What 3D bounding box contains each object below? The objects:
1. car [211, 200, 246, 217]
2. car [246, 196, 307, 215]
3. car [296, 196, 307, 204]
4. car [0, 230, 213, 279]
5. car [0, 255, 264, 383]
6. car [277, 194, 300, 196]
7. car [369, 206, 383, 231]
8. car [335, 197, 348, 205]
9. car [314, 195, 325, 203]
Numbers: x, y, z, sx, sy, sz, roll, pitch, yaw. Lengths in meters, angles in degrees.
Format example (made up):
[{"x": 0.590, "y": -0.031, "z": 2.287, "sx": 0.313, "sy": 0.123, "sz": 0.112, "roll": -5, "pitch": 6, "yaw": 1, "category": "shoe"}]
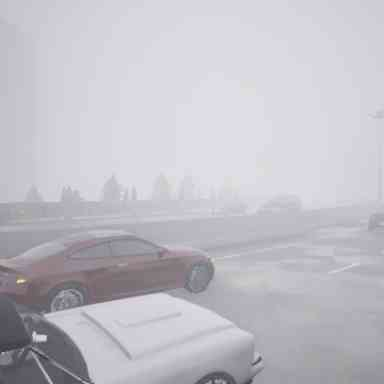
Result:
[{"x": 3.721, "y": 1.554, "z": 31.849, "sx": 2.128, "sy": 1.511, "sz": 4.902, "roll": 0, "pitch": 0, "yaw": 39, "category": "car"}, {"x": 6.217, "y": 1.389, "z": 24.102, "sx": 2.097, "sy": 1.767, "sz": 4.553, "roll": 0, "pitch": 0, "yaw": 41, "category": "car"}, {"x": 22.470, "y": 1.638, "z": 68.354, "sx": 1.994, "sy": 1.385, "sz": 4.181, "roll": 0, "pitch": 0, "yaw": 19, "category": "car"}, {"x": -1.625, "y": 1.548, "z": 7.129, "sx": 4.674, "sy": 1.442, "sz": 1.812, "roll": 0, "pitch": 0, "yaw": -37, "category": "car"}, {"x": -1.614, "y": 1.613, "z": 2.744, "sx": 4.718, "sy": 1.301, "sz": 1.895, "roll": 0, "pitch": 0, "yaw": -36, "category": "car"}, {"x": 9.352, "y": 1.270, "z": 33.316, "sx": 2.150, "sy": 2.045, "sz": 5.566, "roll": 0, "pitch": 0, "yaw": 36, "category": "car"}, {"x": 11.864, "y": 1.535, "z": 19.612, "sx": 1.812, "sy": 1.442, "sz": 4.674, "roll": 0, "pitch": 0, "yaw": 43, "category": "car"}, {"x": 26.847, "y": 1.613, "z": 59.806, "sx": 1.994, "sy": 1.385, "sz": 4.181, "roll": 0, "pitch": 0, "yaw": 20, "category": "car"}, {"x": 26.891, "y": 1.429, "z": 70.355, "sx": 2.097, "sy": 1.767, "sz": 4.553, "roll": 0, "pitch": 0, "yaw": 19, "category": "car"}]
